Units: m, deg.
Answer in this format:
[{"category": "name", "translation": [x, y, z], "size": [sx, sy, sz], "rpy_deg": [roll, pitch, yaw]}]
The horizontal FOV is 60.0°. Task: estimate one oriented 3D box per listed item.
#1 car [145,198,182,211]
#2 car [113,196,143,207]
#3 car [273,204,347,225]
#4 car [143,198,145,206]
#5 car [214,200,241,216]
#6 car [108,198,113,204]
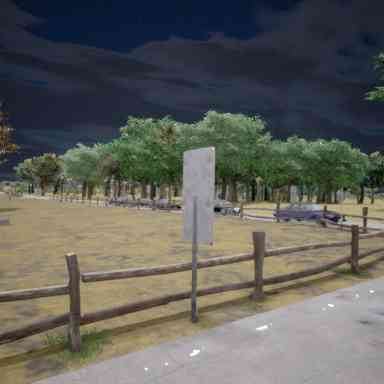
[{"category": "car", "translation": [-3.425, 1.559, 41.455], "size": [2.033, 1.411, 5.357], "rpy_deg": [2, -1, -35]}, {"category": "car", "translation": [-9.810, 1.509, 50.483], "size": [1.837, 1.490, 4.892], "rpy_deg": [2, -1, -35]}, {"category": "car", "translation": [8.535, 1.567, 24.658], "size": [2.033, 1.411, 5.357], "rpy_deg": [2, -1, -34]}, {"category": "car", "translation": [-7.797, 1.627, 52.555], "size": [2.033, 1.411, 5.357], "rpy_deg": [2, -1, -35]}, {"category": "car", "translation": [2.748, 1.507, 32.815], "size": [2.128, 1.511, 4.902], "rpy_deg": [2, -1, -36]}, {"category": "car", "translation": [-13.653, 1.552, 60.668], "size": [2.128, 1.511, 4.902], "rpy_deg": [2, -1, -36]}]
